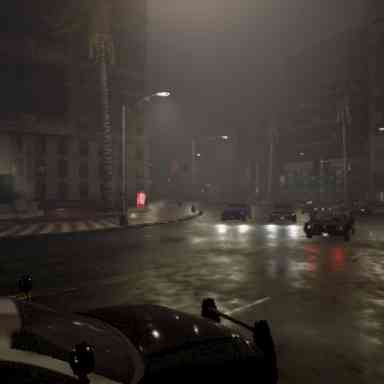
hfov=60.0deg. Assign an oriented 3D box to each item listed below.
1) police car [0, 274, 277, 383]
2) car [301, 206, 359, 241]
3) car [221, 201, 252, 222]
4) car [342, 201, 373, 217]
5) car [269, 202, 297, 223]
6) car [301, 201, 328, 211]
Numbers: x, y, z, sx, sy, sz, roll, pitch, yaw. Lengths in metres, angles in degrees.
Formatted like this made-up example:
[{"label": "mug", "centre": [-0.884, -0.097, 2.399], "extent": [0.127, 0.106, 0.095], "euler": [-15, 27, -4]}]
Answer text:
[{"label": "police car", "centre": [-1.529, 1.422, 2.188], "extent": [5.238, 1.638, 1.930], "euler": [0, 0, -35]}, {"label": "car", "centre": [7.026, 1.607, 16.714], "extent": [1.895, 1.301, 4.718], "euler": [0, 0, 30]}, {"label": "car", "centre": [3.641, 1.492, 26.517], "extent": [1.882, 1.535, 5.008], "euler": [0, 0, 16]}, {"label": "car", "centre": [15.198, 1.555, 31.184], "extent": [1.994, 1.385, 4.181], "euler": [0, 0, 6]}, {"label": "car", "centre": [7.000, 1.543, 25.532], "extent": [1.812, 1.442, 4.674], "euler": [0, 0, 16]}, {"label": "car", "centre": [11.719, 1.544, 31.564], "extent": [2.033, 1.411, 5.357], "euler": [0, 0, 6]}]
